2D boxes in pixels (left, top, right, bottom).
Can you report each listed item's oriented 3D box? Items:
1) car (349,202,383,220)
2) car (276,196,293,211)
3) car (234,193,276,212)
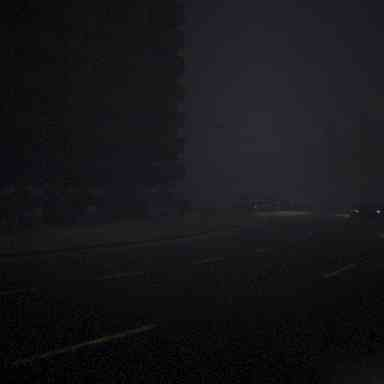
[{"bbox_3d":[14.636,1.501,27.677,1.994,1.385,4.181,0,0,7],"label":"car"},{"bbox_3d":[9.844,1.281,39.236,2.097,1.767,4.553,0,0,-20],"label":"car"},{"bbox_3d":[6.806,1.157,37.935,2.150,2.045,5.566,0,0,-19],"label":"car"}]
